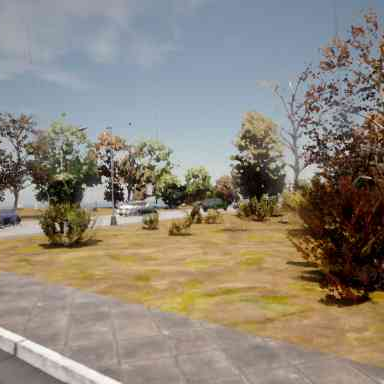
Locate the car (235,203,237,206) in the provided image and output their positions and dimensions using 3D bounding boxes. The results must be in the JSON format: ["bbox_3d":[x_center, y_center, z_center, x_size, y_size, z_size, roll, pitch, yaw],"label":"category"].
[{"bbox_3d":[9.365,2.575,62.406,1.895,1.301,4.718,-3,-2,33],"label":"car"}]

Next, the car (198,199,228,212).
[{"bbox_3d":[3.714,2.100,53.502,2.150,2.045,5.566,-3,-2,32],"label":"car"}]

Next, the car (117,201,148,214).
[{"bbox_3d":[-8.286,2.345,47.829,2.150,2.045,5.566,-3,-2,32],"label":"car"}]

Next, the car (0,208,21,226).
[{"bbox_3d":[-18.737,2.400,31.316,2.097,1.767,4.553,-3,-2,33],"label":"car"}]

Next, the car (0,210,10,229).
[{"bbox_3d":[-17.517,2.446,26.794,1.994,1.385,4.181,-3,-2,33],"label":"car"}]

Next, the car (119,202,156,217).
[{"bbox_3d":[-6.750,2.439,43.670,2.128,1.511,4.902,-3,-2,32],"label":"car"}]

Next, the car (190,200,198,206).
[{"bbox_3d":[1.476,2.027,56.726,2.097,1.767,4.553,-3,-2,32],"label":"car"}]
